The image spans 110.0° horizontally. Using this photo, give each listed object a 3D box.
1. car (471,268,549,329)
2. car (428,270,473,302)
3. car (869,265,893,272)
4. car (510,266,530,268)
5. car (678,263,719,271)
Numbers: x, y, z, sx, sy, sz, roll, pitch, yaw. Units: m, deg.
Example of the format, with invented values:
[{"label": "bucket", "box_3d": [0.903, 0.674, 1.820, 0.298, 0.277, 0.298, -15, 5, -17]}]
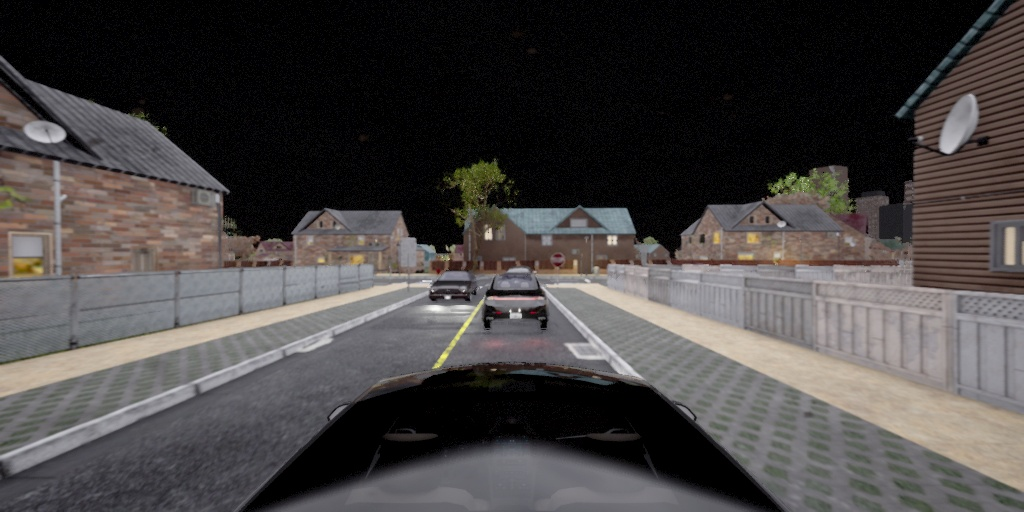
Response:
[{"label": "car", "box_3d": [0.097, 1.317, 11.533, 2.128, 1.511, 4.902, 0, 0, 0]}, {"label": "car", "box_3d": [-2.754, 1.422, 18.027, 2.033, 1.411, 5.357, 0, 0, 0]}, {"label": "car", "box_3d": [33.034, 1.511, 31.570, 4.181, 1.385, 1.994, 0, 1, -5]}, {"label": "car", "box_3d": [0.559, 1.396, 23.164, 1.882, 1.535, 5.008, -1, -1, 6]}, {"label": "car", "box_3d": [15.772, 1.417, 31.657, 5.008, 1.535, 1.882, 0, 1, 2]}]
